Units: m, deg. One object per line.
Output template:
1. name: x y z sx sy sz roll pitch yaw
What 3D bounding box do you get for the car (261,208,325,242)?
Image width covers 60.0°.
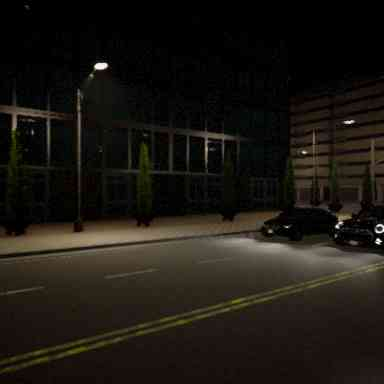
1. car: 5.460 1.511 16.415 4.674 1.442 1.812 0 0 -35

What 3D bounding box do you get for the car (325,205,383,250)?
1. car: 7.952 1.335 13.888 4.553 1.767 2.097 0 0 -35
